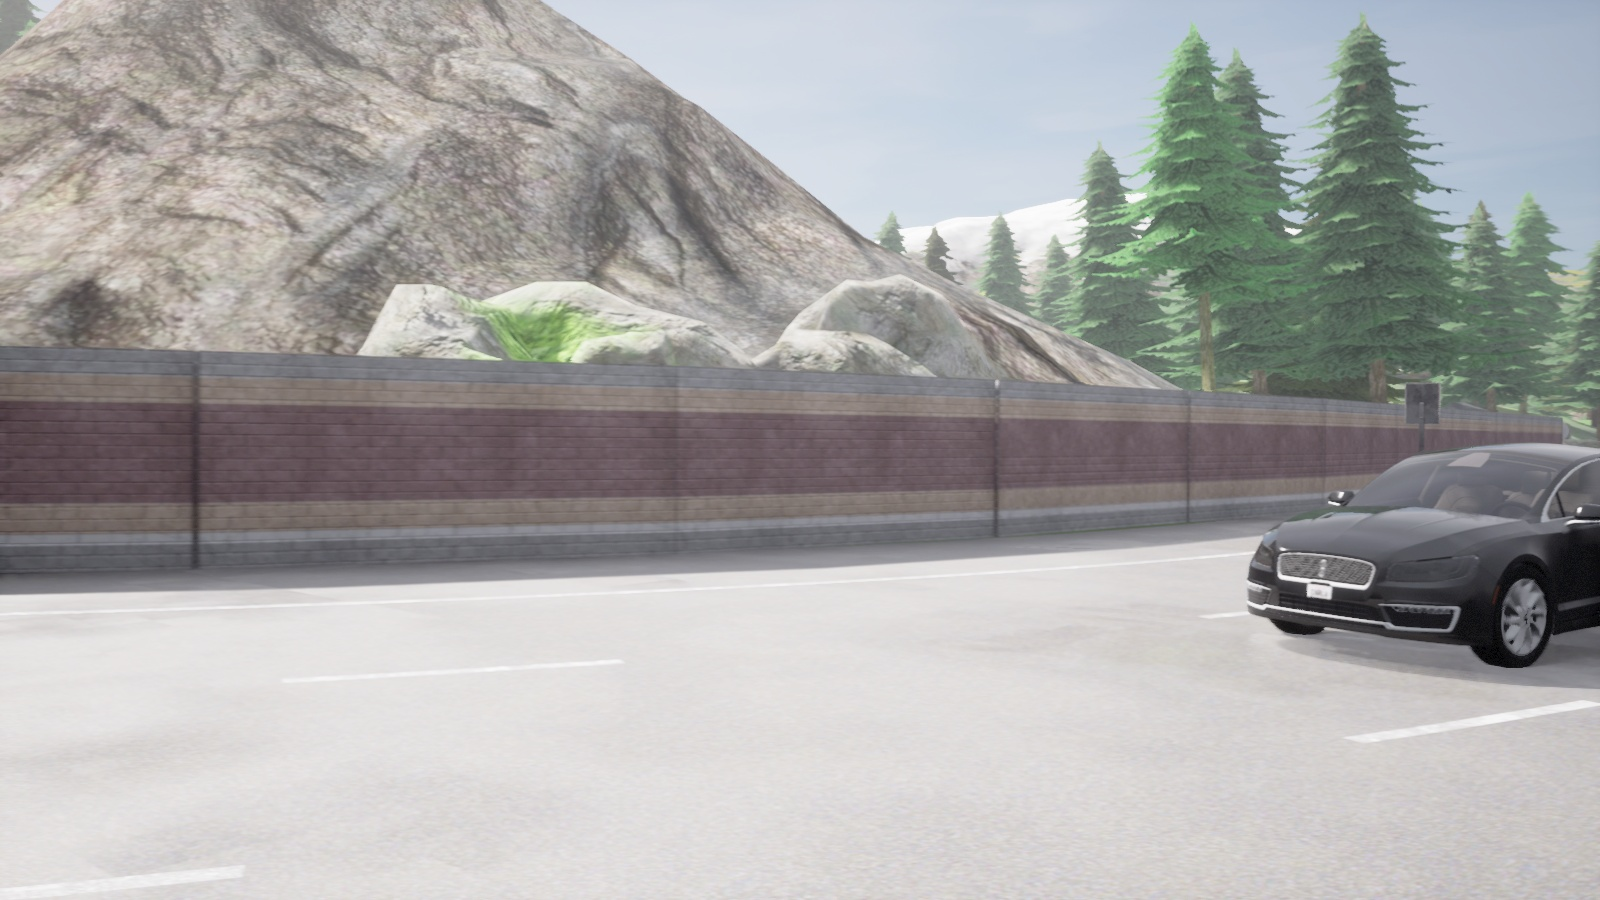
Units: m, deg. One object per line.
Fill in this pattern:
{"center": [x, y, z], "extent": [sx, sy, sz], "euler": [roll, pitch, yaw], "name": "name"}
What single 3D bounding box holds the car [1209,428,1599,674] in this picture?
{"center": [5.620, 0.600, 10.014], "extent": [4.892, 1.490, 1.837], "euler": [-1, 2, -33], "name": "car"}
